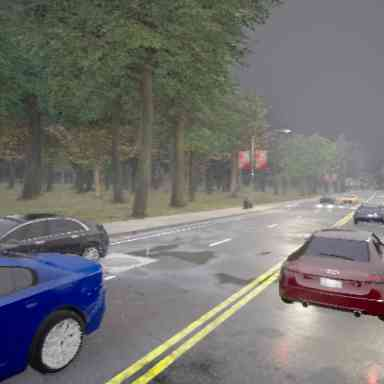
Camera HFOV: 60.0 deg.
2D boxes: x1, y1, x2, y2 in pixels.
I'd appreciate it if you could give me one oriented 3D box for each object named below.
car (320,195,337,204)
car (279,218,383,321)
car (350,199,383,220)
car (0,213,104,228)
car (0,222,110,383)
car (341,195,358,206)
[{"bbox_3d":[20.669,1.144,50.475,1.895,1.301,4.718,2,1,30],"label":"car"},{"bbox_3d":[3.358,1.500,7.351,1.994,1.385,4.181,2,1,30],"label":"car"},{"bbox_3d":[12.152,1.412,22.502,1.994,1.385,4.181,2,1,30],"label":"car"},{"bbox_3d":[-4.098,1.300,7.848,1.837,1.490,4.892,2,1,30],"label":"car"},{"bbox_3d":[-3.059,1.364,3.175,1.882,1.535,5.008,2,1,30],"label":"car"},{"bbox_3d":[21.984,1.113,46.303,1.882,1.535,5.008,2,1,31],"label":"car"}]
